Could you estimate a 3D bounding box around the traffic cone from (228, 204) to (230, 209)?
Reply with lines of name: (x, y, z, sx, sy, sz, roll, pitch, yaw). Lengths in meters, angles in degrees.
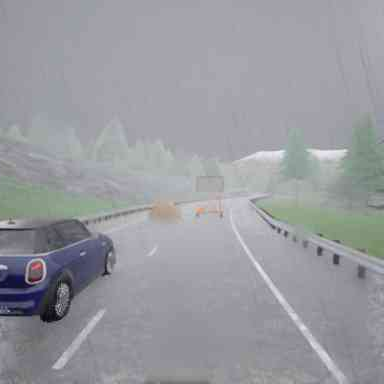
traffic cone: (4.703, 1.816, 41.778, 0.340, 0.580, 0.340, 0, 0, 7)

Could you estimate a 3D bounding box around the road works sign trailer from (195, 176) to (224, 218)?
road works sign trailer: (1.578, 0.365, 29.064, 2.380, 3.560, 2.880, 0, 0, 7)

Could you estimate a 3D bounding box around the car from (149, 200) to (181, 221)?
car: (-2.042, 1.383, 26.128, 1.882, 1.535, 5.008, 0, 0, 5)

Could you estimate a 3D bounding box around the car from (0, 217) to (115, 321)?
car: (-3.215, 1.321, 7.381, 2.097, 1.767, 4.553, 0, 0, 2)
